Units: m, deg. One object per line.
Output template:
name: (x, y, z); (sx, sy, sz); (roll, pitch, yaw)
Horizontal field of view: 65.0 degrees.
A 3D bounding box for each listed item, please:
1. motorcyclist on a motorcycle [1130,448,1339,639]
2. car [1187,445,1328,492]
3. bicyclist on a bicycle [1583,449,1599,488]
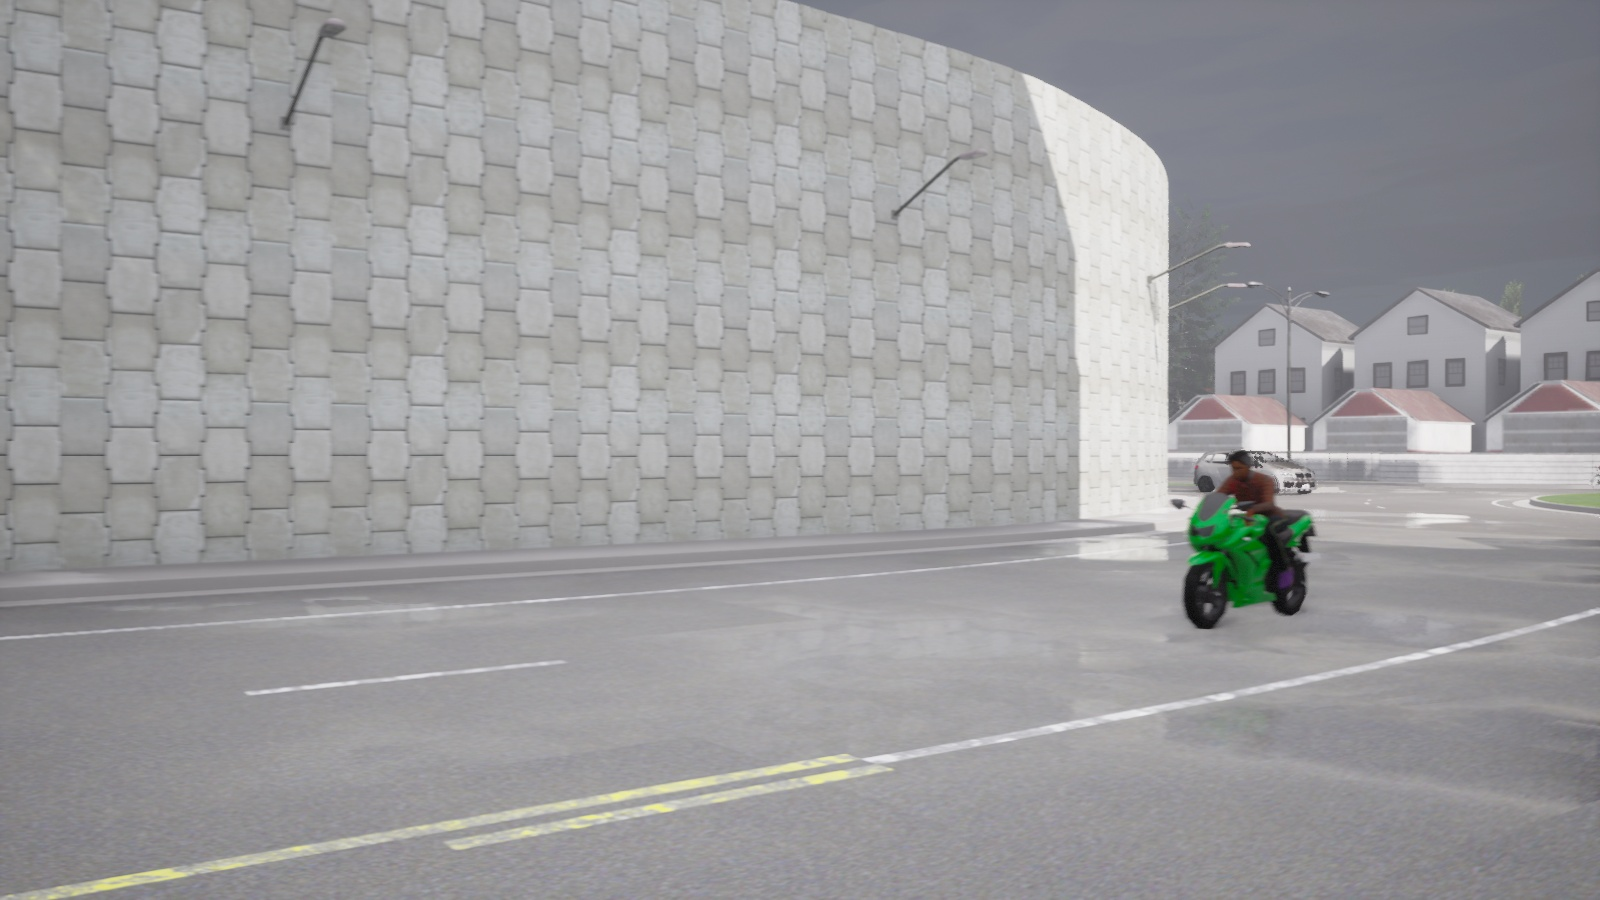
motorcyclist on a motorcycle: (3.822, 0.746, 10.955); (2.044, 1.523, 0.797); (0, 0, -41)
car: (17.112, 0.669, 47.228); (2.242, 1.667, 4.611); (0, 0, -30)
bicyclist on a bicycle: (33.576, 0.756, 52.287); (1.656, 1.620, 0.582); (0, 1, -6)
